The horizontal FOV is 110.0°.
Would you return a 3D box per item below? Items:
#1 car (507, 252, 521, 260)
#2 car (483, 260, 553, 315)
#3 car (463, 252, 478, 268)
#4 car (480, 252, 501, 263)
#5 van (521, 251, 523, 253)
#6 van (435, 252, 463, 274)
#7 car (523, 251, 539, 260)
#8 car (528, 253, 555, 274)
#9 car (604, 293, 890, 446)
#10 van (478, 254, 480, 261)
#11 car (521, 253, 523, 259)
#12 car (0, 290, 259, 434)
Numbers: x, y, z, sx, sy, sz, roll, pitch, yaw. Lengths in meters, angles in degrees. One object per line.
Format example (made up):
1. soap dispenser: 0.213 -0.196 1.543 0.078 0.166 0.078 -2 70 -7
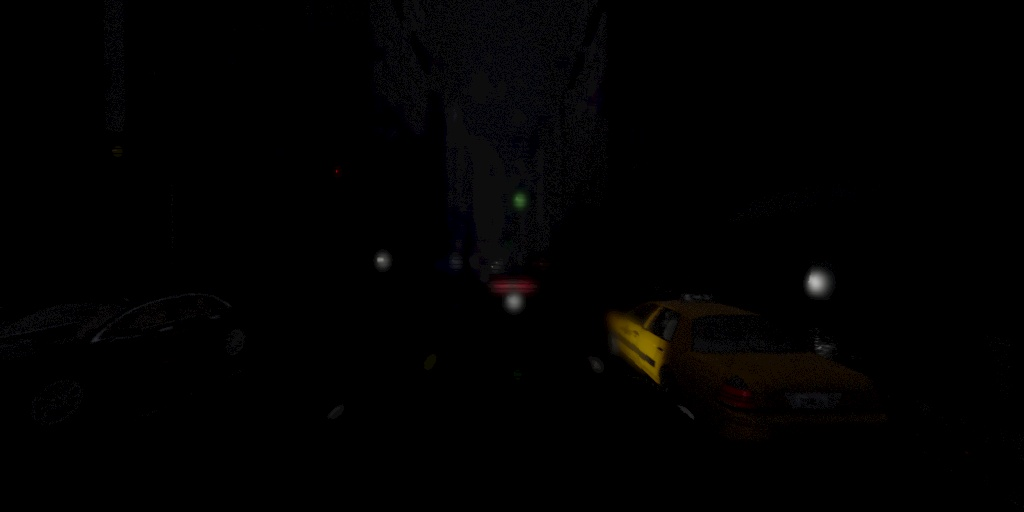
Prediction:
1. car: 0.202 0.416 63.726 1.994 1.385 4.181 0 1 1
2. car: 0.081 1.087 12.845 2.128 1.511 4.902 0 1 1
3. car: -5.759 0.471 43.692 2.192 1.841 5.009 0 0 0
4. car: -2.967 0.587 50.172 1.812 1.442 4.674 0 1 0
5. van: 2.806 0.246 60.442 1.690 1.789 3.998 0 0 0
6. van: -5.785 0.658 32.520 1.690 1.789 3.998 0 0 0
7. car: 2.767 0.473 43.687 2.192 1.841 5.009 0 0 0
8. car: 2.741 0.759 32.518 1.967 1.591 4.097 0 0 0
9. car: 2.676 1.225 5.495 1.751 1.417 4.829 0 0 0
10. van: -5.745 0.415 49.277 1.690 1.789 3.998 0 0 0
11. car: 2.793 0.542 54.857 2.007 1.370 4.403 0 0 0
12. car: -5.849 1.248 5.327 2.007 1.370 4.403 0 0 0
